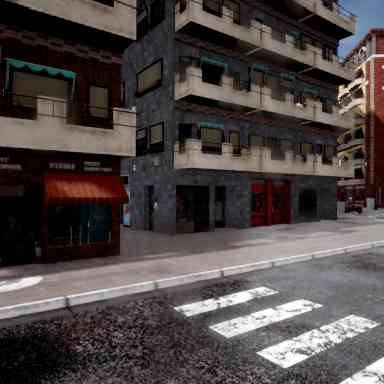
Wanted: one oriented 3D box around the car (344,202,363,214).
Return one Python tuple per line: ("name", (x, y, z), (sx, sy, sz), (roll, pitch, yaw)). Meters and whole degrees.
("car", (17.813, 1.790, 38.250), (1.895, 1.301, 4.718), (0, 0, 5))
